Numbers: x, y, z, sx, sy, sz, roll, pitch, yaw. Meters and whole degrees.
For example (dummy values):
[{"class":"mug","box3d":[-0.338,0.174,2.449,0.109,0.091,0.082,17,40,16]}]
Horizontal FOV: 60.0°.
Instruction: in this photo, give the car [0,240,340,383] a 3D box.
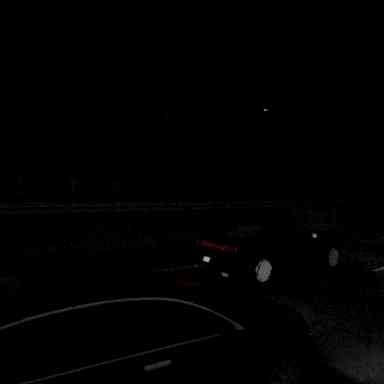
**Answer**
[{"class":"car","box3d":[-0.802,1.514,3.174,4.892,1.490,1.837,1,-1,-35]}]

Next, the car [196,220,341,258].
[{"class":"car","box3d":[2.375,1.548,9.737,5.008,1.535,1.882,1,0,-35]}]
